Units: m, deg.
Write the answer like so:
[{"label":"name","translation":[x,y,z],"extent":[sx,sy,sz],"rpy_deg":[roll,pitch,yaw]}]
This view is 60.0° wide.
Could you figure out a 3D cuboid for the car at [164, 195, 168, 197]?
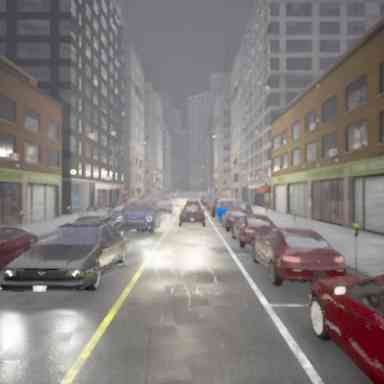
[{"label":"car","translation":[-5.752,1.661,59.256],"extent":[1.802,1.307,4.206],"rpy_deg":[0,0,0]}]

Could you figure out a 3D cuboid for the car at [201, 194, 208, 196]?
[{"label":"car","translation":[2.774,1.603,59.418],"extent":[1.752,1.417,4.829],"rpy_deg":[0,0,0]}]

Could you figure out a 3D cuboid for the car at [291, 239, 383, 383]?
[{"label":"car","translation":[2.762,1.563,3.721],"extent":[1.887,1.381,4.507],"rpy_deg":[0,0,0]}]

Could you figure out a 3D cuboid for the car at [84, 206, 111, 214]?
[{"label":"car","translation":[-5.758,1.617,20.389],"extent":[2.008,1.369,4.403],"rpy_deg":[0,0,0]}]

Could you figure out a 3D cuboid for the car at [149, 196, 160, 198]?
[{"label":"car","translation":[-5.755,1.396,42.598],"extent":[2.192,1.841,5.009],"rpy_deg":[0,0,0]}]

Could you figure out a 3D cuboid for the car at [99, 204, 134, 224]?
[{"label":"car","translation":[-5.757,1.651,25.941],"extent":[1.802,1.307,4.206],"rpy_deg":[0,0,0]}]

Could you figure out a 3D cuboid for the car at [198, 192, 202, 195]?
[{"label":"car","translation":[2.776,1.386,64.802],"extent":[2.192,1.841,5.009],"rpy_deg":[0,0,0]}]

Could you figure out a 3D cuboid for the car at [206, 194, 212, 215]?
[{"label":"car","translation":[2.769,1.387,31.487],"extent":[2.192,1.841,5.009],"rpy_deg":[0,0,0]}]

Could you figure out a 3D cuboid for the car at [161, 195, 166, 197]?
[{"label":"car","translation":[-5.753,1.628,53.705],"extent":[1.887,1.381,4.507],"rpy_deg":[0,0,0]}]

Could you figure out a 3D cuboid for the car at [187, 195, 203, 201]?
[{"label":"car","translation":[0.097,1.559,45.123],"extent":[1.882,1.535,5.008],"rpy_deg":[0,0,0]}]

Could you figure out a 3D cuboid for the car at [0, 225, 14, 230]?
[{"label":"car","translation":[-5.763,1.624,9.282],"extent":[1.802,1.307,4.206],"rpy_deg":[0,0,0]}]

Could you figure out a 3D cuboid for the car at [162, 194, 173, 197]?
[{"label":"car","translation":[-5.748,1.376,70.362],"extent":[2.192,1.841,5.009],"rpy_deg":[0,0,0]}]

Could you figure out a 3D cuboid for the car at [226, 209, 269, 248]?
[{"label":"car","translation":[2.766,1.639,14.828],"extent":[1.802,1.307,4.206],"rpy_deg":[0,0,0]}]

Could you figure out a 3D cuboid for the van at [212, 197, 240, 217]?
[{"label":"van","translation":[2.768,1.410,25.936],"extent":[1.690,1.788,3.998],"rpy_deg":[0,0,0]}]

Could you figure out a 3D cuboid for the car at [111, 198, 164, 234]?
[{"label":"car","translation":[-3.048,1.417,19.674],"extent":[2.097,1.767,4.553],"rpy_deg":[0,0,0]}]

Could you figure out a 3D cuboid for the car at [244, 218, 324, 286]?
[{"label":"car","translation":[2.764,1.623,9.277],"extent":[1.802,1.307,4.206],"rpy_deg":[0,0,0]}]

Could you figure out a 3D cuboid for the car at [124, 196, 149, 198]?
[{"label":"car","translation":[-5.756,1.388,31.493],"extent":[2.192,1.841,5.009],"rpy_deg":[0,0,0]}]

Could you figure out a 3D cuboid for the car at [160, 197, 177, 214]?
[{"label":"car","translation":[-3.011,1.624,36.349],"extent":[2.033,1.411,5.357],"rpy_deg":[0,0,0]}]

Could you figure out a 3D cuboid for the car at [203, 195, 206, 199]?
[{"label":"car","translation":[2.772,1.648,53.697],"extent":[1.947,1.339,4.313],"rpy_deg":[0,0,0]}]

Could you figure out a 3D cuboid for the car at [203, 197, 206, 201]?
[{"label":"car","translation":[2.770,1.662,42.591],"extent":[1.802,1.307,4.206],"rpy_deg":[0,0,0]}]

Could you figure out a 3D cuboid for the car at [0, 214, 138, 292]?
[{"label":"car","translation":[-3.084,1.590,9.427],"extent":[2.033,1.411,5.357],"rpy_deg":[0,0,0]}]

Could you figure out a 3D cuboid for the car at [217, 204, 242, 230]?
[{"label":"car","translation":[2.767,1.647,20.384],"extent":[1.802,1.307,4.206],"rpy_deg":[0,0,0]}]

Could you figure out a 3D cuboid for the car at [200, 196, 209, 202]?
[{"label":"car","translation":[2.777,1.571,76.077],"extent":[1.752,1.417,4.829],"rpy_deg":[0,0,0]}]

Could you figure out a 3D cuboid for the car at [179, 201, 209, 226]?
[{"label":"car","translation":[0.031,1.593,23.761],"extent":[1.812,1.442,4.674],"rpy_deg":[0,0,1]}]
